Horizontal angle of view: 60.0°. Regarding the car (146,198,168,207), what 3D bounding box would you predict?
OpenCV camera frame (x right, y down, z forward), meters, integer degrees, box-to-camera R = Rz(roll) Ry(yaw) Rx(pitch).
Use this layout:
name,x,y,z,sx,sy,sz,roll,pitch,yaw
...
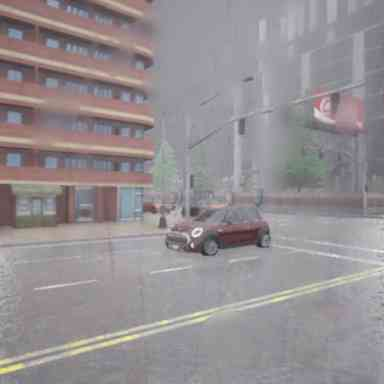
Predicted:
name,x,y,z,sx,sy,sz,roll,pitch,yaw
car,-6.354,1.835,59.857,1.812,1.442,4.674,1,0,-35

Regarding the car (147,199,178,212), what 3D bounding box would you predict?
name,x,y,z,sx,sy,sz,roll,pitch,yaw
car,-3.910,1.739,43.953,1.837,1.490,4.892,1,-1,-35

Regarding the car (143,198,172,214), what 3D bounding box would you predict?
name,x,y,z,sx,sy,sz,roll,pitch,yaw
car,-4.190,1.548,38.295,2.097,1.767,4.553,1,0,-35

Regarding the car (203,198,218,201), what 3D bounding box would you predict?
name,x,y,z,sx,sy,sz,roll,pitch,yaw
car,2.083,1.588,35.498,2.097,1.767,4.553,1,0,-35

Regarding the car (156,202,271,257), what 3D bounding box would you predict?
name,x,y,z,sx,sy,sz,roll,pitch,yaw
car,1.142,1.445,13.558,4.553,1.767,2.097,1,-1,-39

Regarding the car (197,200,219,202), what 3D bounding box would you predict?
name,x,y,z,sx,sy,sz,roll,pitch,yaw
car,0.811,1.762,31.231,1.994,1.385,4.181,1,0,-35
